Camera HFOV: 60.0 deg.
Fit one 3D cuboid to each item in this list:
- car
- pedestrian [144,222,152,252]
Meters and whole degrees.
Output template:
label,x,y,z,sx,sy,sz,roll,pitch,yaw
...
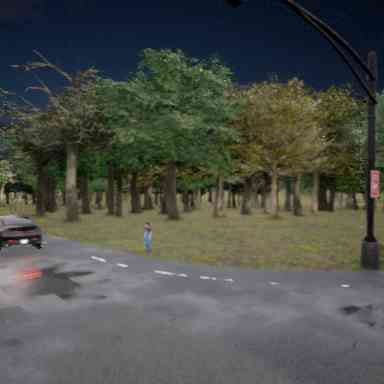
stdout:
label,x,y,z,sx,sy,sz,roll,pitch,yaw
car,-8.607,1.878,15.799,1.837,1.490,4.892,0,-1,-40
pedestrian,-1.821,1.815,13.879,0.375,1.300,0.375,-3,2,-41
